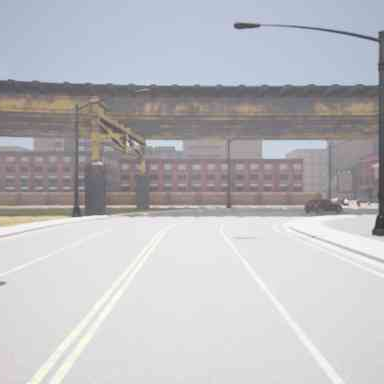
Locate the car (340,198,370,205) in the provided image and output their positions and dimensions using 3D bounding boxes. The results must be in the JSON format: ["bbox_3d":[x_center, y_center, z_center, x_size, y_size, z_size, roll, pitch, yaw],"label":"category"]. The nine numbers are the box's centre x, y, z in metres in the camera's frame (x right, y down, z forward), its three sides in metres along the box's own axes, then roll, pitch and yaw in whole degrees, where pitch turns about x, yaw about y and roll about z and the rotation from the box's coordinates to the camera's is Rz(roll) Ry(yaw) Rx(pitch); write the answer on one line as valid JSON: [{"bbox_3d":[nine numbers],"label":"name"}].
[{"bbox_3d":[29.307,1.686,59.849,1.853,1.218,4.536,0,0,-29],"label":"car"}]

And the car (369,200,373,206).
[{"bbox_3d":[32.370,1.829,57.636,2.038,1.542,4.974,0,0,31],"label":"car"}]

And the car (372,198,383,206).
[{"bbox_3d":[32.397,1.672,57.682,1.853,1.218,4.536,0,0,31],"label":"car"}]

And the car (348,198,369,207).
[{"bbox_3d":[29.332,1.844,59.803,2.038,1.542,4.974,0,0,-29],"label":"car"}]

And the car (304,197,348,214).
[{"bbox_3d":[15.717,1.612,39.663,4.553,1.767,2.097,0,0,-23],"label":"car"}]

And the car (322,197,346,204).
[{"bbox_3d":[33.803,1.972,79.402,2.038,1.542,4.974,0,0,-34],"label":"car"}]

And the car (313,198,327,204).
[{"bbox_3d":[32.781,2.253,85.227,1.970,1.475,3.806,0,0,1],"label":"car"}]

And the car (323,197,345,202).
[{"bbox_3d":[33.832,1.814,79.360,1.853,1.218,4.536,0,0,-34],"label":"car"}]

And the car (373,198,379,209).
[{"bbox_3d":[25.820,1.797,41.583,4.674,1.442,1.812,0,0,-3],"label":"car"}]
